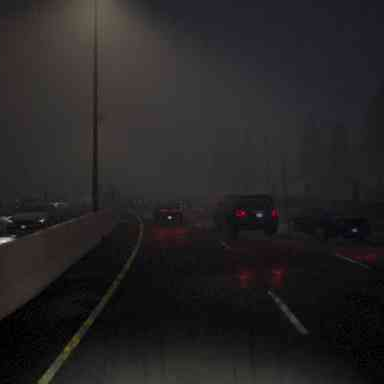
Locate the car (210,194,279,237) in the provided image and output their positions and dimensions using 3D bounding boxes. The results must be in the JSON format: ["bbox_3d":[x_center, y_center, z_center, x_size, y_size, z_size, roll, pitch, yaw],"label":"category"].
[{"bbox_3d":[2.638,1.089,17.297,2.150,2.045,5.566,0,0,-7],"label":"car"}]

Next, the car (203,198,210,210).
[{"bbox_3d":[2.577,1.200,34.560,1.882,1.535,5.008,0,0,-16],"label":"car"}]

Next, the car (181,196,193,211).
[{"bbox_3d":[-1.350,1.186,35.477,2.128,1.511,4.902,0,0,-17],"label":"car"}]

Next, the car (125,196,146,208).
[{"bbox_3d":[-6.909,1.167,40.922,2.033,1.411,5.357,0,1,-21],"label":"car"}]

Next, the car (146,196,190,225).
[{"bbox_3d":[-1.750,1.295,22.420,2.128,1.511,4.902,0,1,-10],"label":"car"}]

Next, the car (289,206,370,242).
[{"bbox_3d":[6.302,1.377,15.865,1.882,1.535,5.008,0,0,-6],"label":"car"}]
